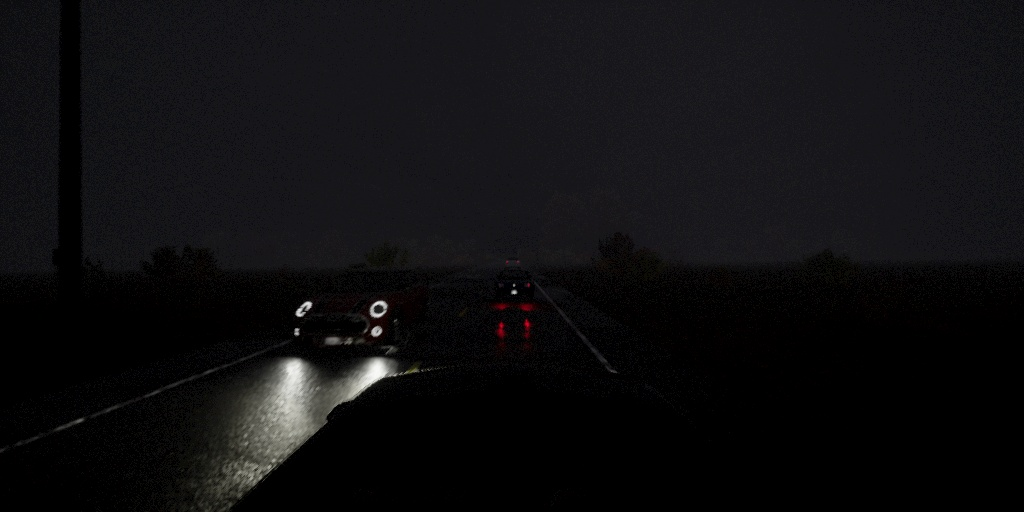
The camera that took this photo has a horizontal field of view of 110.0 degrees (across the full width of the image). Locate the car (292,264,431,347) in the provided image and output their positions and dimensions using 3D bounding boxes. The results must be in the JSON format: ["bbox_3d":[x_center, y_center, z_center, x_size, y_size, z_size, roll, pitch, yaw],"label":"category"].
[{"bbox_3d":[-3.591,1.115,9.428,2.097,1.767,4.553,0,0,0],"label":"car"}]

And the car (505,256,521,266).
[{"bbox_3d":[0.121,1.066,53.979,2.150,2.045,5.566,0,0,0],"label":"car"}]

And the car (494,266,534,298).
[{"bbox_3d":[0.106,1.379,18.777,1.895,1.301,4.718,0,0,0],"label":"car"}]
